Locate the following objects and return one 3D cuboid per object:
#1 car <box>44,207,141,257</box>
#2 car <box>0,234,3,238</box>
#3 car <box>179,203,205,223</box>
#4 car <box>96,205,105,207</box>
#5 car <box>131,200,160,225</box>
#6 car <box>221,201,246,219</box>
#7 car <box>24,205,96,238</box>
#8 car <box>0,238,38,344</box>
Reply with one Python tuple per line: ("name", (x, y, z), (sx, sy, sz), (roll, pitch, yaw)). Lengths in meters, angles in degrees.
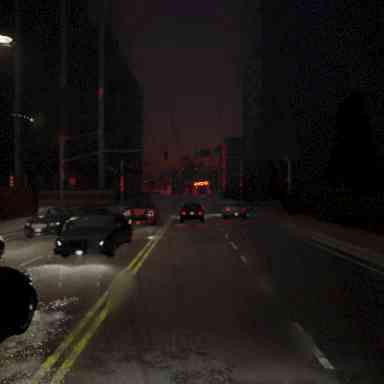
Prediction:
("car", (-3.581, 1.546, 13.228), (2.033, 1.411, 5.357), (0, 0, 0))
("car", (-7.090, 1.563, 9.157), (1.994, 1.385, 4.181), (0, 0, 0))
("car", (0.006, 1.545, 25.723), (2.033, 1.411, 5.357), (0, 0, 0))
("car", (-6.995, 1.609, 23.777), (1.994, 1.385, 4.181), (0, 0, 0))
("car", (-3.495, 1.416, 23.806), (2.097, 1.767, 4.553), (0, 0, 0))
("car", (3.529, 1.523, 28.568), (1.812, 1.442, 4.674), (0, 0, 1))
("car", (-7.064, 1.490, 17.761), (2.128, 1.511, 4.902), (0, 0, 0))
("car", (-3.597, 1.564, 3.923), (1.994, 1.385, 4.181), (0, 0, 0))
